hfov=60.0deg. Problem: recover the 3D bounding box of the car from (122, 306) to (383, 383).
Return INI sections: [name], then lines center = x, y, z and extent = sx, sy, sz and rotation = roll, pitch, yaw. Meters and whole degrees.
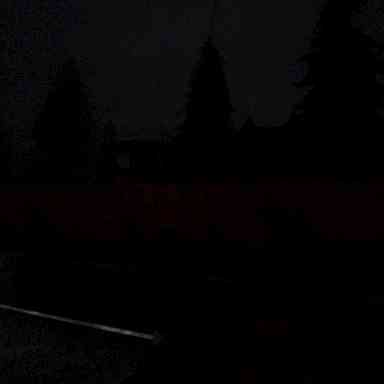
[car]
center = 1.785, 1.601, 2.472
extent = 4.718, 1.301, 1.895
rotation = 0, 0, 21
